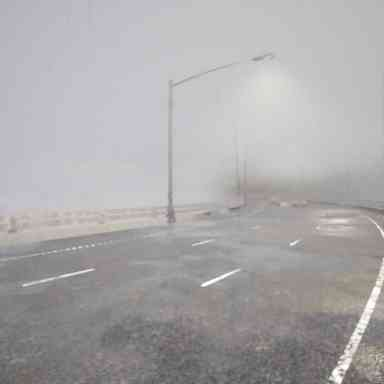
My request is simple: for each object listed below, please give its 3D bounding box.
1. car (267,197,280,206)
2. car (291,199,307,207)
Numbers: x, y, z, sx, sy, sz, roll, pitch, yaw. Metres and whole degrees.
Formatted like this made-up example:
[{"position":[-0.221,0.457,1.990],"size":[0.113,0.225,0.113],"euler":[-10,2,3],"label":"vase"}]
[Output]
[{"position":[13.488,1.607,55.103],"size":[2.033,1.411,5.357],"euler":[0,0,9],"label":"car"},{"position":[16.287,1.665,50.956],"size":[1.895,1.301,4.718],"euler":[0,0,11],"label":"car"}]
